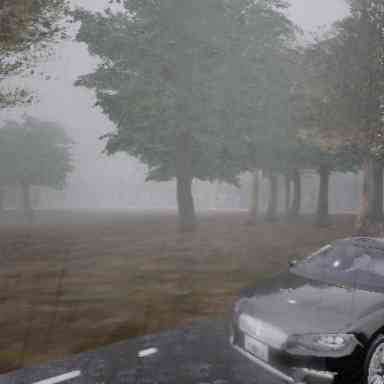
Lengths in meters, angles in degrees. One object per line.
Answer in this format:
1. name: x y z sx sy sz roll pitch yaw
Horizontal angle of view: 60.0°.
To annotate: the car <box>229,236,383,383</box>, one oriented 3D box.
1. car: 2.782 1.497 5.072 4.902 1.511 2.128 0 0 -33
